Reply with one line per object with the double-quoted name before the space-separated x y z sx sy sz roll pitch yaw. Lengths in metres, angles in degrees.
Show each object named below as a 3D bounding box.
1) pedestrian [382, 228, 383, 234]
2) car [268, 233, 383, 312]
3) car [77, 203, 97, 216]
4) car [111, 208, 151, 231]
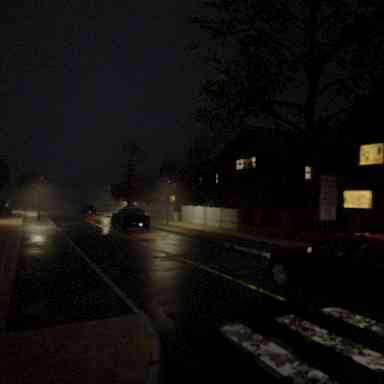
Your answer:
"pedestrian" 5.809 1.394 9.680 0.375 1.860 0.375 1 -1 -26
"car" 3.746 1.637 7.270 1.882 1.535 5.008 2 -1 -26
"car" -13.029 2.133 41.102 1.837 1.490 4.892 2 -2 -26
"car" -4.381 1.881 23.663 1.837 1.490 4.892 2 -1 -26
